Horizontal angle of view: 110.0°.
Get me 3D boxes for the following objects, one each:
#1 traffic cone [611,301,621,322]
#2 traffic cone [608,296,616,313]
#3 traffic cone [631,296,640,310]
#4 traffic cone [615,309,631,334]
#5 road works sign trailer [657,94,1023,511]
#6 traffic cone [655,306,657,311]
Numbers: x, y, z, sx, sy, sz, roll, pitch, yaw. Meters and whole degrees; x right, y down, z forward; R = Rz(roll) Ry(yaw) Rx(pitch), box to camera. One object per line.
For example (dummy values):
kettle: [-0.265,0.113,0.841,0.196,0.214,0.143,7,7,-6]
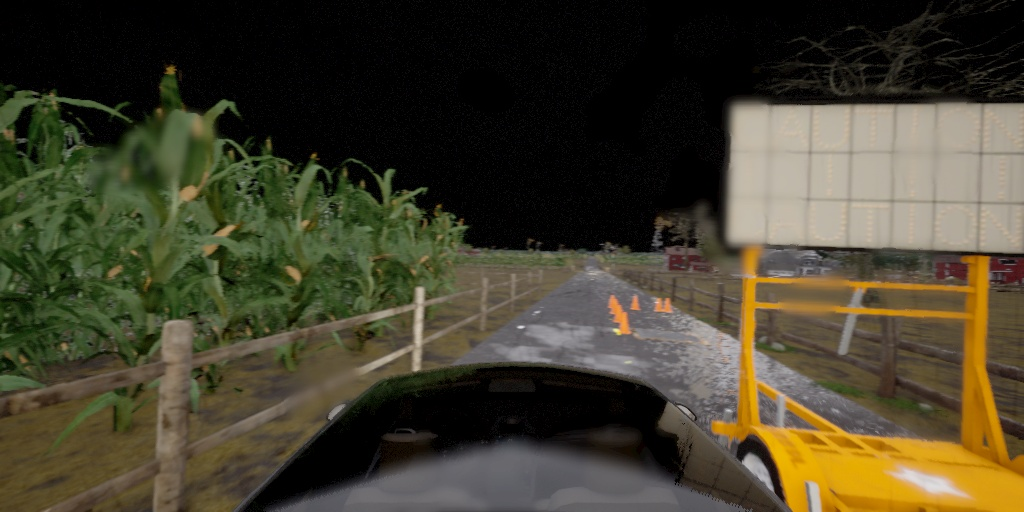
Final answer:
traffic cone: [3.694,1.973,12.417,0.340,0.580,0.340,0,0,12]
traffic cone: [4.123,2.012,14.370,0.340,0.580,0.340,0,0,12]
traffic cone: [5.527,2.092,16.108,0.340,0.580,0.340,0,0,12]
traffic cone: [3.265,1.935,10.464,0.340,0.580,0.340,0,0,12]
road works sign trailer: [3.014,0.363,3.321,2.380,3.560,2.880,0,0,7]
traffic cone: [6.502,2.133,15.894,0.340,0.580,0.340,0,0,12]
